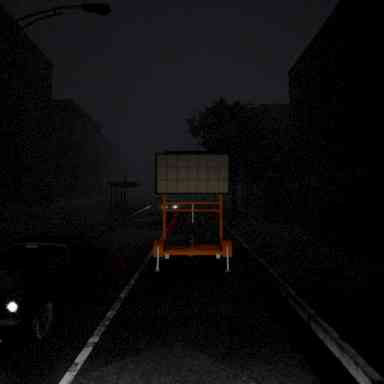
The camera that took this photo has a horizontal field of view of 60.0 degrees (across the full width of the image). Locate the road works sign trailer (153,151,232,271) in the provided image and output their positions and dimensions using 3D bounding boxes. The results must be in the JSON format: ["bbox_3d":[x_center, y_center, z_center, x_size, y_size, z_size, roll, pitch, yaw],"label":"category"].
[{"bbox_3d":[0.024,0.470,10.858,2.380,3.560,2.880,0,0,0],"label":"road works sign trailer"}]

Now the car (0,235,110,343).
[{"bbox_3d":[-3.104,1.604,6.548,1.895,1.301,4.718,0,0,0],"label":"car"}]

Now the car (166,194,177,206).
[{"bbox_3d":[-3.259,1.267,49.876,1.812,1.442,4.674,0,1,0],"label":"car"}]
